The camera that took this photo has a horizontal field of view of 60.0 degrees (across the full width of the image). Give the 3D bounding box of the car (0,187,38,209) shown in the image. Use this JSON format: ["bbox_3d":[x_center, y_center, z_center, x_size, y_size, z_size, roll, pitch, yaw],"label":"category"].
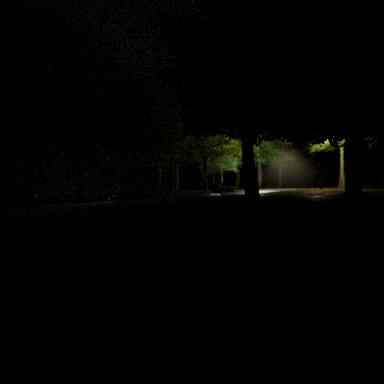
[{"bbox_3d":[-16.759,0.586,29.729,2.150,2.045,5.566,-1,2,40],"label":"car"}]

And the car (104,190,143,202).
[{"bbox_3d":[-8.311,0.427,40.454,1.895,1.301,4.718,-1,2,38],"label":"car"}]

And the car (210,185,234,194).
[{"bbox_3d":[5.381,-0.461,58.117,2.033,1.411,5.357,-1,2,38],"label":"car"}]
